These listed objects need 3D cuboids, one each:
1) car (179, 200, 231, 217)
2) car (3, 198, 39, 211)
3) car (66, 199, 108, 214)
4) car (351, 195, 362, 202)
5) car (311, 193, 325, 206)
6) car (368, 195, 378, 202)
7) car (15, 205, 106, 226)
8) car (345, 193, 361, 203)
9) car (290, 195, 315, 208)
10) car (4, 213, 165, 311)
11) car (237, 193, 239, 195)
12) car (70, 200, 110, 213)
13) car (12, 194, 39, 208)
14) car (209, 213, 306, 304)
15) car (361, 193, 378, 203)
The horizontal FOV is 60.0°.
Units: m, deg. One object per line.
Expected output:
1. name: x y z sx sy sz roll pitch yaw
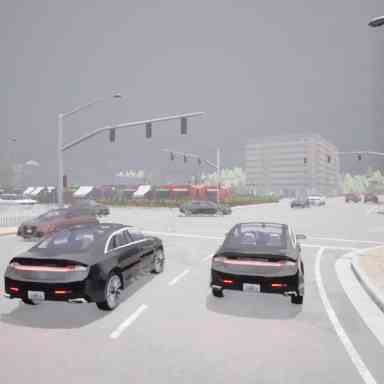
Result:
1. car: 1.206 1.530 31.059 4.902 1.511 2.128 0 0 8
2. car: -22.370 1.533 43.456 5.008 1.535 1.882 0 0 32
3. car: -11.589 1.581 36.759 4.674 1.442 1.812 0 0 32
4. car: 39.394 1.539 79.528 2.033 1.411 5.357 0 0 31
5. car: 21.106 1.221 56.454 2.150 2.045 5.566 0 0 31
6. car: 42.163 1.524 77.348 1.812 1.442 4.674 0 0 31
7. car: -6.535 1.563 16.704 1.994 1.385 4.181 0 0 21
8. car: 33.850 1.225 70.453 2.150 2.045 5.566 0 0 31
9. car: 15.485 1.547 47.290 2.033 1.411 5.357 0 0 31
10. car: -2.071 1.491 7.862 2.128 1.511 4.902 0 0 12
11. car: 11.184 1.208 88.562 4.605 1.855 1.932 0 0 32
12. car: -9.735 1.619 31.486 4.181 1.385 1.994 0 0 32
13. car: -19.706 1.280 37.678 5.566 2.045 2.150 0 0 33
14. car: 1.746 1.491 8.255 2.128 1.511 4.902 0 0 16
15. car: 36.645 1.225 68.314 2.150 2.045 5.566 0 0 31
